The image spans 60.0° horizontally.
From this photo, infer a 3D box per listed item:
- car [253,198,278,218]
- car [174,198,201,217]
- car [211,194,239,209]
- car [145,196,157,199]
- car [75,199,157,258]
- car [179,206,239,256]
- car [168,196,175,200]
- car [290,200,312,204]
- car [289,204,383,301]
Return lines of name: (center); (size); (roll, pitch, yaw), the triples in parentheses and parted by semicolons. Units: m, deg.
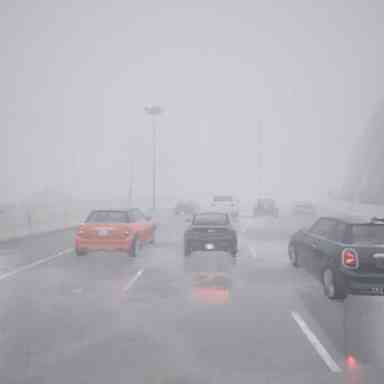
car: (6.653, 1.351, 30.272); (2.097, 1.767, 4.553); (0, 0, 10)
car: (-0.377, 1.490, 30.748); (1.837, 1.490, 4.892); (0, 0, 10)
car: (2.980, 1.213, 29.788); (2.150, 2.045, 5.566); (0, 0, 10)
car: (-6.352, 1.506, 62.727); (2.033, 1.411, 5.357); (0, 0, 20)
car: (-2.744, 1.342, 12.985); (2.097, 1.767, 4.553); (0, 0, 4)
car: (0.766, 1.500, 13.106); (1.837, 1.490, 4.892); (0, 0, 5)
car: (-3.536, 1.491, 60.162); (1.812, 1.442, 4.674); (0, 0, 19)
car: (10.558, 1.483, 31.990); (1.882, 1.535, 5.008); (0, 0, 12)
car: (3.955, 1.356, 8.457); (2.097, 1.767, 4.553); (0, 0, 3)
